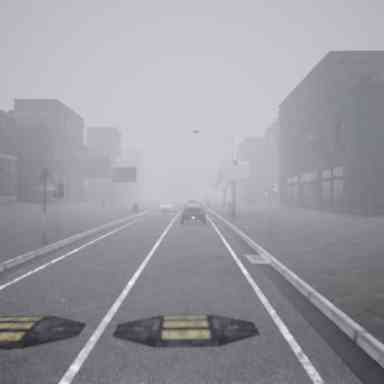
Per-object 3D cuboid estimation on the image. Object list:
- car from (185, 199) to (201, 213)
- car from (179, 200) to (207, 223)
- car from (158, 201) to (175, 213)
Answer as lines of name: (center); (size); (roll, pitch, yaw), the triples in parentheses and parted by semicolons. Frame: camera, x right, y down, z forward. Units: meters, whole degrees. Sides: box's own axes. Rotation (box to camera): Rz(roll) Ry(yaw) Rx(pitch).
car: (0.099, 1.793, 43.792); (2.033, 1.649, 4.856); (0, -1, 0)
car: (0.096, 1.570, 25.731); (1.837, 1.490, 4.892); (0, 0, 0)
car: (-3.096, 1.850, 41.601); (1.812, 1.442, 4.674); (0, -1, 0)
